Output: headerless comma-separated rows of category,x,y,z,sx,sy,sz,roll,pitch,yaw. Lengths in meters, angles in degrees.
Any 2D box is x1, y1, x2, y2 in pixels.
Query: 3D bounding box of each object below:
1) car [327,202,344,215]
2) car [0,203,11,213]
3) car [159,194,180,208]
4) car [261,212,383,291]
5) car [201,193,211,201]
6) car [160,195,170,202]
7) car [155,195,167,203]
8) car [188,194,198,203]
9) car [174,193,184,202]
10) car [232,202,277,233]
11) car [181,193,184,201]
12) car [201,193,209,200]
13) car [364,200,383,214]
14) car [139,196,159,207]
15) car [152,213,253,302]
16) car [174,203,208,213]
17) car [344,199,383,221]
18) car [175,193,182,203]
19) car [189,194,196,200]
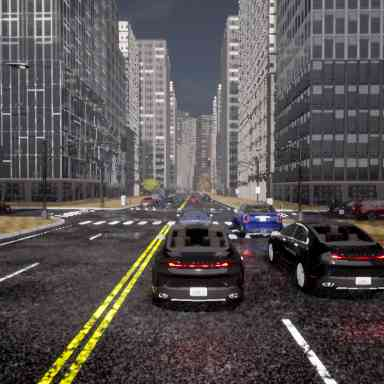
car,16.522,1.617,34.301,4.892,1.490,1.837,1,1,1
car,-20.026,1.315,31.809,5.008,1.535,1.882,1,1,1
car,-3.207,1.471,48.286,1.837,1.490,4.892,0,0,0
car,3.375,1.500,8.961,1.837,1.490,4.892,0,0,0
car,3.470,1.396,79.343,1.882,1.535,5.008,0,0,0
car,-6.286,1.453,77.938,1.812,1.442,4.674,0,0,0
car,-6.332,1.420,67.668,1.882,1.535,5.008,0,0,0
car,0.281,1.471,65.279,1.812,1.442,4.674,0,0,0
car,-3.036,1.154,77.898,2.150,2.045,5.566,0,0,0
car,3.398,1.342,18.044,2.097,1.767,4.553,0,0,0
car,-3.088,1.469,67.446,1.812,1.442,4.674,0,0,1
car,3.498,1.097,89.732,2.097,1.767,4.553,0,0,0
car,21.911,1.643,36.791,4.829,1.417,1.752,1,0,1
car,-6.453,1.491,49.059,1.812,1.442,4.674,0,0,2
car,0.121,1.501,8.255,1.837,1.490,4.892,0,0,0
car,0.149,1.538,17.810,2.033,1.411,5.357,0,0,0
car,16.279,1.519,28.520,5.009,1.841,2.192,1,0,1
car,-3.175,1.460,57.625,1.837,1.490,4.892,0,0,0
car,0.249,1.387,90.190,1.882,1.535,5.008,0,0,0
